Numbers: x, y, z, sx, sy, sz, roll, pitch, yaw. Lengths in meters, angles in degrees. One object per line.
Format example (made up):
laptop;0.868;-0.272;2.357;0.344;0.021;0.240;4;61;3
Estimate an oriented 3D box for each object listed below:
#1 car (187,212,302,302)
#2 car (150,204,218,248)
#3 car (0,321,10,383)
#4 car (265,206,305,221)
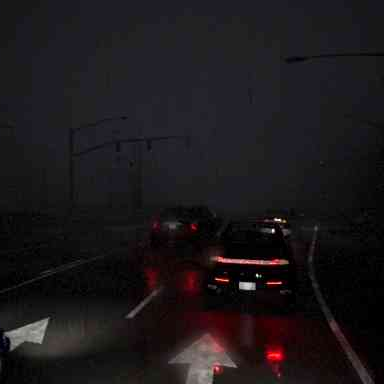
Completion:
car;1.564;1.492;8.392;2.128;1.511;4.902;0;0;13
car;-0.028;1.351;14.581;2.097;1.767;4.553;0;0;19
car;-3.150;1.525;1.939;1.812;1.442;4.674;0;0;4
car;4.647;1.505;17.268;1.837;1.490;4.892;0;0;21
